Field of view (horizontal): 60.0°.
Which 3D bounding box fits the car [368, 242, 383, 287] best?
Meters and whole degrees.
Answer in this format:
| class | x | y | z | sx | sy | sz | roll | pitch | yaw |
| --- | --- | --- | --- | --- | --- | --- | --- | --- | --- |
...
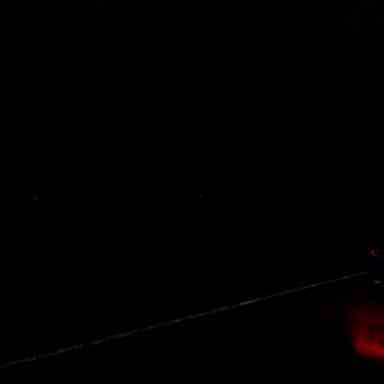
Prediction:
| class | x | y | z | sx | sy | sz | roll | pitch | yaw |
| --- | --- | --- | --- | --- | --- | --- | --- | --- | --- |
| car | 6.280 | 1.498 | 8.043 | 5.008 | 1.535 | 1.882 | 0 | 0 | -34 |
